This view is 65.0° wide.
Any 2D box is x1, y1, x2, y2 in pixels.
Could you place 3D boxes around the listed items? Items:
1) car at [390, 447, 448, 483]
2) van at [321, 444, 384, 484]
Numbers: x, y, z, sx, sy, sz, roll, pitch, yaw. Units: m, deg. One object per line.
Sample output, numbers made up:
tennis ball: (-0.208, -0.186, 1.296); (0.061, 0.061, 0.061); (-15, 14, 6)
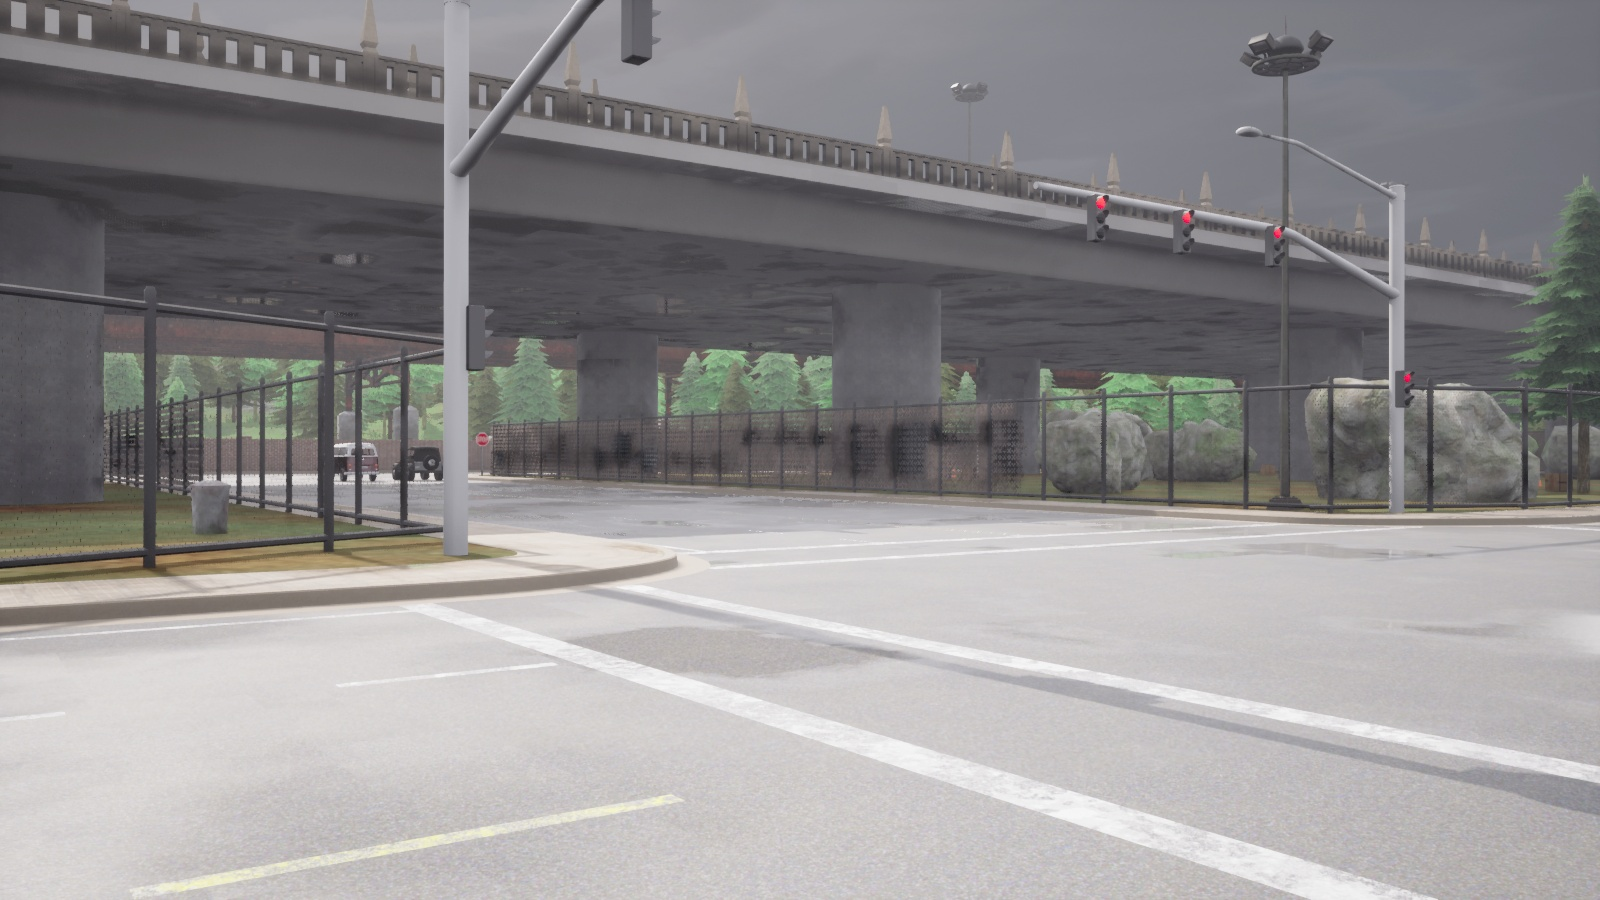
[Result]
car: (-20.874, 0.809, 68.727); (1.905, 1.878, 3.866); (0, 0, -35)
van: (-23.884, 0.738, 66.922); (2.069, 2.038, 4.480); (0, 0, -35)
